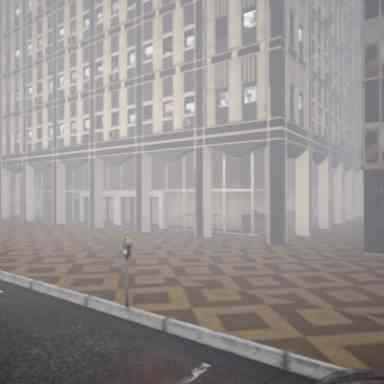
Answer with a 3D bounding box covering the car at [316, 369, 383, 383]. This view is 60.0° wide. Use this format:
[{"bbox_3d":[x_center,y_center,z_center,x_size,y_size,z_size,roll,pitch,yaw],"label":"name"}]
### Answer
[{"bbox_3d":[2.367,1.566,1.189,4.313,1.339,1.947,0,0,35],"label":"car"}]
